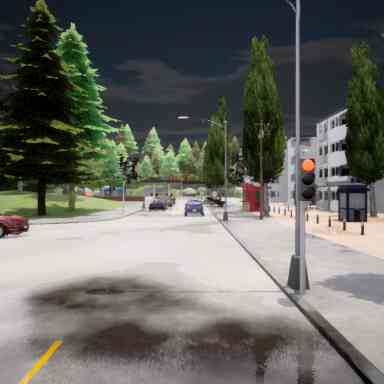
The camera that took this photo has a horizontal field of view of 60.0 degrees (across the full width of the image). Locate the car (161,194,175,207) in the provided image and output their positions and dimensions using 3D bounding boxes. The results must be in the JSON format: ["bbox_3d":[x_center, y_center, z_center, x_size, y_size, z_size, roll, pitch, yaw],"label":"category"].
[{"bbox_3d":[-4.064,1.352,50.357,2.097,1.767,4.553,0,0,0],"label":"car"}]

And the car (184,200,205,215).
[{"bbox_3d":[0.190,1.526,33.234,1.812,1.442,4.674,0,0,-1],"label":"car"}]

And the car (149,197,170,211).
[{"bbox_3d":[-4.082,1.601,40.464,1.895,1.301,4.718,0,0,0],"label":"car"}]

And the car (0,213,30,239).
[{"bbox_3d":[-10.814,1.478,16.660,5.008,1.535,1.882,0,0,0],"label":"car"}]
